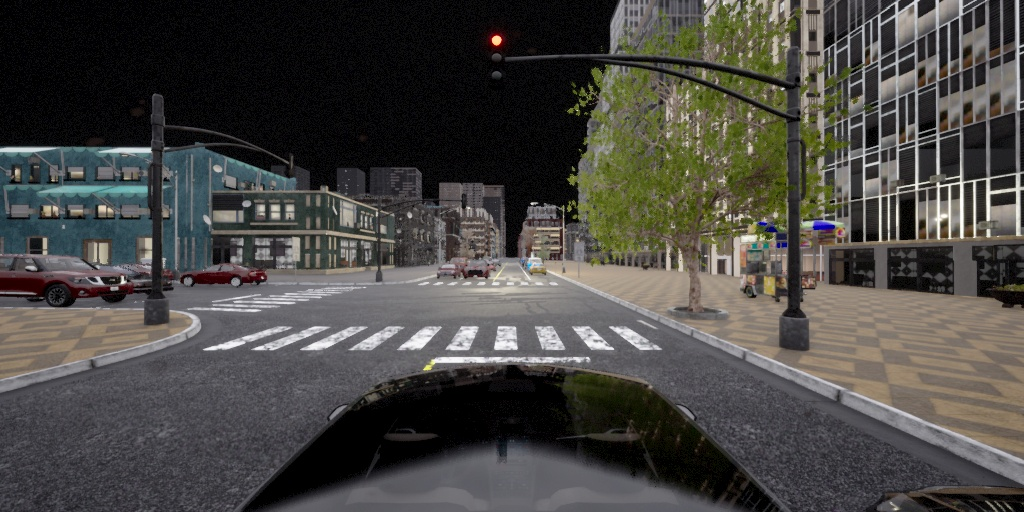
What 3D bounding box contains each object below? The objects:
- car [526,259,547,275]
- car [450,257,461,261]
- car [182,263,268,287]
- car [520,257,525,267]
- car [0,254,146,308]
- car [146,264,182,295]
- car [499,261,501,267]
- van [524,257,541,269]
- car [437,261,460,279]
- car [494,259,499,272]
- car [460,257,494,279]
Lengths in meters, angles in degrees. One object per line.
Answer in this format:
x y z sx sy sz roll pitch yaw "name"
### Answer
2.727 1.278 38.239 1.751 1.417 4.829 0 0 0 "car"
-5.654 1.067 38.075 2.192 1.841 5.009 0 0 0 "car"
-17.257 1.121 21.527 4.507 1.381 1.888 0 0 -1 "car"
2.742 1.305 54.723 2.007 1.370 4.403 0 0 0 "car"
-17.147 0.850 13.147 5.009 1.841 2.192 0 0 -1 "car"
-18.225 1.082 15.725 5.357 1.411 2.033 1 0 -1 "car"
-2.976 1.281 64.079 1.812 1.442 4.674 0 0 1 "car"
2.732 1.094 43.621 1.690 1.789 3.998 0 0 0 "van"
-5.659 1.334 32.524 1.802 1.307 4.207 0 0 0 "car"
-3.053 1.318 46.017 1.994 1.385 4.181 0 0 0 "car"
-3.069 1.104 32.220 2.097 1.767 4.553 0 0 0 "car"
